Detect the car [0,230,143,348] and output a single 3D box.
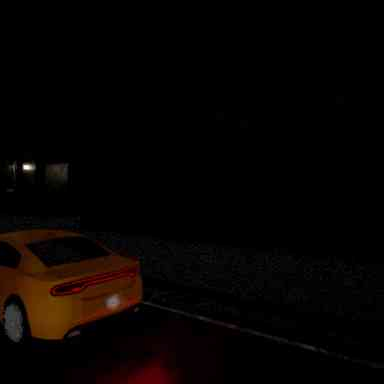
[{"bbox_3d":[-3.147,1.471,6.385,5.008,1.535,1.882,0,0,37],"label":"car"}]
